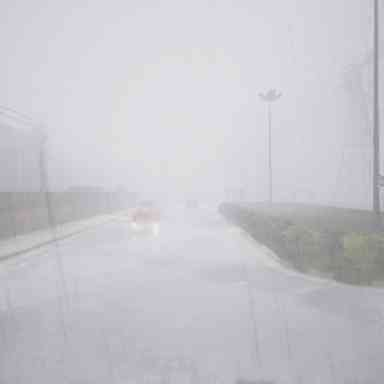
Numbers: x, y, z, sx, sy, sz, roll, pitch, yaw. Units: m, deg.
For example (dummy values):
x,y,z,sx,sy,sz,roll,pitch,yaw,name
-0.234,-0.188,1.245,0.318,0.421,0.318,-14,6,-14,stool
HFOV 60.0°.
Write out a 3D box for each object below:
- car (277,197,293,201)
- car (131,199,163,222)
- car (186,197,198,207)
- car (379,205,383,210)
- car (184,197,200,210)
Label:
x,y,z,sx,sy,sz,roll,pitch,yaw,name
18.389,1.714,64.564,5.357,1.411,2.033,0,0,0,car
-3.556,1.414,27.105,2.097,1.767,4.553,0,0,0,car
-0.022,1.636,56.616,1.837,1.490,4.892,0,0,0,car
22.124,1.603,35.749,3.905,1.438,1.784,0,0,0,car
0.015,1.593,44.931,2.128,1.511,4.902,0,0,0,car
